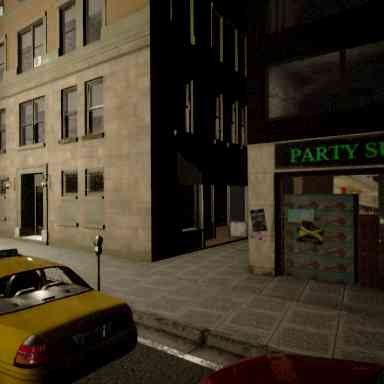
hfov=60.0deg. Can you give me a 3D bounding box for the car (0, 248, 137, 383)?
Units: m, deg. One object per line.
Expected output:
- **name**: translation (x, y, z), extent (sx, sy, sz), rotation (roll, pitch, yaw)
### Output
- **car**: translation (-2.955, 1.526, 4.970), extent (4.829, 1.417, 1.752), rotation (0, -1, 36)

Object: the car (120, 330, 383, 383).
- **car**: translation (1.799, 1.582, 1.571), extent (4.206, 1.307, 1.802), rotation (0, -1, 36)
